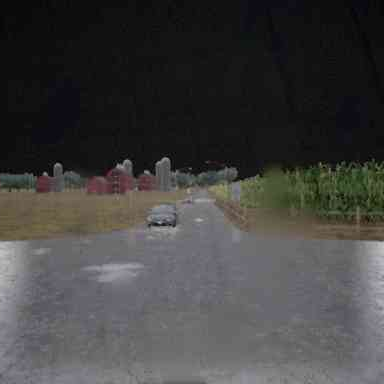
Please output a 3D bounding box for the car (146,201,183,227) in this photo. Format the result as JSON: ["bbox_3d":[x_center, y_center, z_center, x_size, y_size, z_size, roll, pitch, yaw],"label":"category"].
[{"bbox_3d":[-1.851,1.540,22.374,1.837,1.490,4.892,0,2,2],"label":"car"}]

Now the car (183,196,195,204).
[{"bbox_3d":[-0.566,1.471,58.052,1.994,1.385,4.181,0,1,2],"label":"car"}]
